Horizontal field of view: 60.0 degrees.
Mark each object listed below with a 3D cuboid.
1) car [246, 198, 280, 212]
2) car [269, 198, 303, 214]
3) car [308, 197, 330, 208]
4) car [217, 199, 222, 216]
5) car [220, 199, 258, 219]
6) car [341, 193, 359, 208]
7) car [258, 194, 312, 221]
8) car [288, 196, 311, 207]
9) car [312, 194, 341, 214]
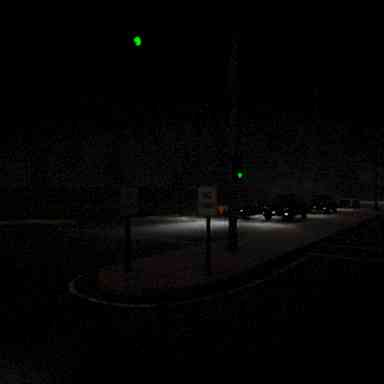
[{"bbox_3d":[8.696,1.548,40.628,2.033,1.411,5.357,0,0,36],"label":"car"},{"bbox_3d":[10.648,1.492,37.376,2.128,1.511,4.902,0,0,36],"label":"car"},{"bbox_3d":[18.454,1.527,48.059,1.812,1.442,4.674,0,0,36],"label":"car"},{"bbox_3d":[2.424,1.478,32.037,1.882,1.535,5.008,0,0,36],"label":"car"},{"bbox_3d":[4.701,1.601,29.229,1.895,1.301,4.718,0,0,36],"label":"car"},{"bbox_3d":[22.211,1.222,47.255,2.150,2.045,5.566,0,0,37],"label":"car"},{"bbox_3d":[7.861,1.223,27.625,2.150,2.045,5.566,0,0,36],"label":"car"},{"bbox_3d":[16.638,1.478,51.478,1.882,1.535,5.008,0,0,36],"label":"car"},{"bbox_3d":[14.210,1.222,36.327,2.150,2.045,5.566,0,0,36],"label":"car"}]
